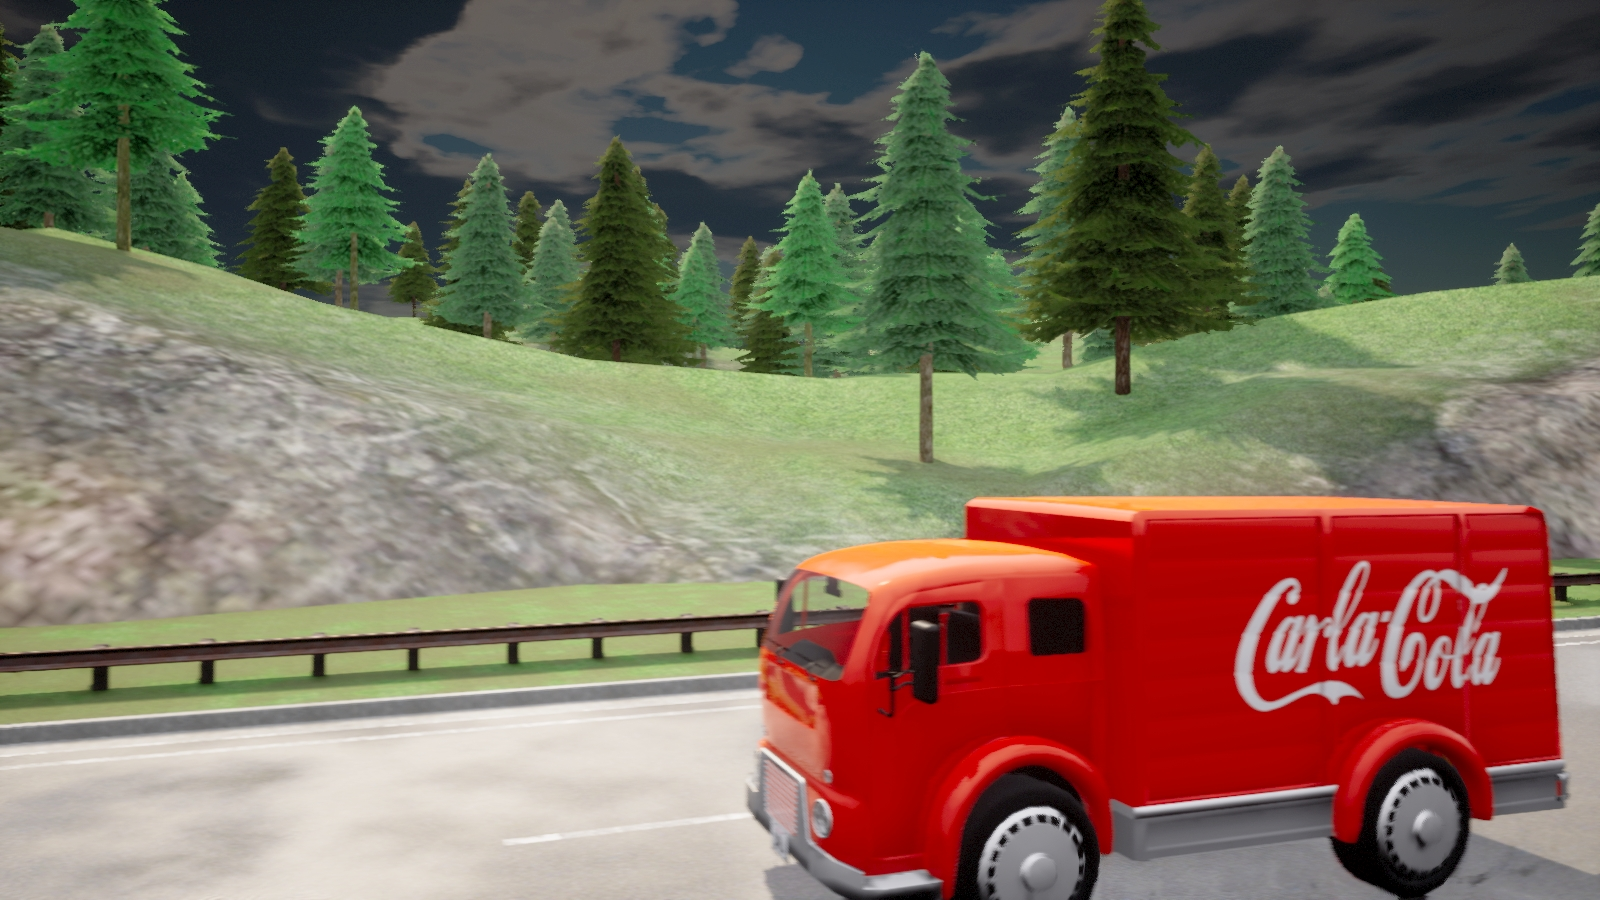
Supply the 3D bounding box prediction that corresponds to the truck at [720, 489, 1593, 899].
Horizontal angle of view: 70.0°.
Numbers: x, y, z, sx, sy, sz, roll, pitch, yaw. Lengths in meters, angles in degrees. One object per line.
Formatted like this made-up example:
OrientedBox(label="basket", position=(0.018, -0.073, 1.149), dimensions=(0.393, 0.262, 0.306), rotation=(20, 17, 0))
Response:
OrientedBox(label="truck", position=(2.319, 1.569, 7.870), dimensions=(5.204, 2.467, 2.627), rotation=(0, 0, -20))
